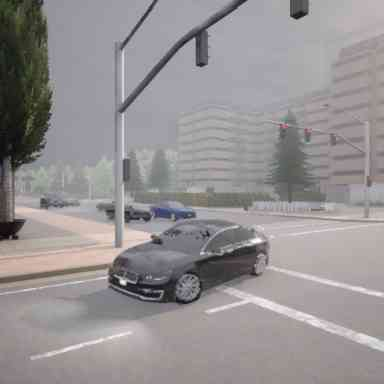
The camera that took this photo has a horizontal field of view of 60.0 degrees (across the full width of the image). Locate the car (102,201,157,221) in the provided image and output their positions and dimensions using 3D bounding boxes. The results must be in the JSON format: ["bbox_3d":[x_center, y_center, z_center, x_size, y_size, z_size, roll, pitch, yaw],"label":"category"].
[{"bbox_3d":[-4.846,1.600,25.280,1.895,1.301,4.718,0,0,-36],"label":"car"}]

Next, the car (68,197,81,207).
[{"bbox_3d":[-18.166,1.525,49.833,1.812,1.442,4.674,0,0,-35],"label":"car"}]

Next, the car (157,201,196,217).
[{"bbox_3d":[-1.630,1.477,26.809,1.882,1.535,5.008,0,0,-36],"label":"car"}]

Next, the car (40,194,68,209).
[{"bbox_3d":[-19.061,1.224,45.047,2.150,2.045,5.566,0,0,-35],"label":"car"}]

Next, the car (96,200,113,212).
[{"bbox_3d":[-9.069,1.600,37.123,1.895,1.301,4.718,0,0,-36],"label":"car"}]

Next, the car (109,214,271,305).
[{"bbox_3d":[0.246,1.506,8.324,1.837,1.490,4.892,5,3,40],"label":"car"}]
